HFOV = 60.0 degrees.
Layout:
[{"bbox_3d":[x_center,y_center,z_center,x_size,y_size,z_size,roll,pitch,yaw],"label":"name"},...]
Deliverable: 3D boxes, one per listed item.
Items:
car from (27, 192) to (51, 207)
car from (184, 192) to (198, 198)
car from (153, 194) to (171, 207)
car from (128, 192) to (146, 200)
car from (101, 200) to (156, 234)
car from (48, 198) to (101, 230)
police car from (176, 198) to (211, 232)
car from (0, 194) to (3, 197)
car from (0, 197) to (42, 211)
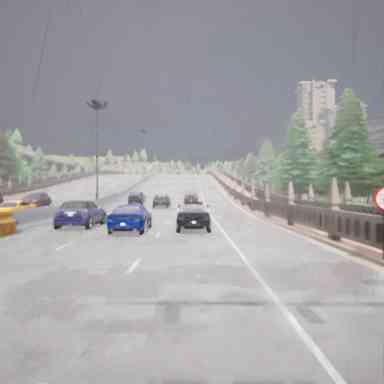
[{"bbox_3d":[-17.604,0.897,37.442,2.097,1.767,4.553,0,3,0],"label":"car"},{"bbox_3d":[-0.110,0.589,45.341,1.895,1.301,4.718,0,5,0],"label":"car"},{"bbox_3d":[-3.514,0.937,39.243,2.128,1.511,4.902,0,4,0],"label":"car"},{"bbox_3d":[-7.034,0.711,42.692,1.837,1.490,4.892,0,4,0],"label":"car"},{"bbox_3d":[-3.412,1.448,18.845,1.882,1.535,5.008,0,0,0],"label":"car"},{"bbox_3d":[-6.921,1.319,21.023,2.097,1.767,4.553,0,0,0],"label":"car"},{"bbox_3d":[0.084,1.394,19.969,1.930,1.638,5.238,0,0,0],"label":"police car"},{"bbox_3d":[-17.546,1.142,27.241,2.150,2.045,5.566,0,1,0],"label":"car"},{"bbox_3d":[-14.040,1.415,26.164,1.882,1.535,5.008,0,1,0],"label":"car"}]
